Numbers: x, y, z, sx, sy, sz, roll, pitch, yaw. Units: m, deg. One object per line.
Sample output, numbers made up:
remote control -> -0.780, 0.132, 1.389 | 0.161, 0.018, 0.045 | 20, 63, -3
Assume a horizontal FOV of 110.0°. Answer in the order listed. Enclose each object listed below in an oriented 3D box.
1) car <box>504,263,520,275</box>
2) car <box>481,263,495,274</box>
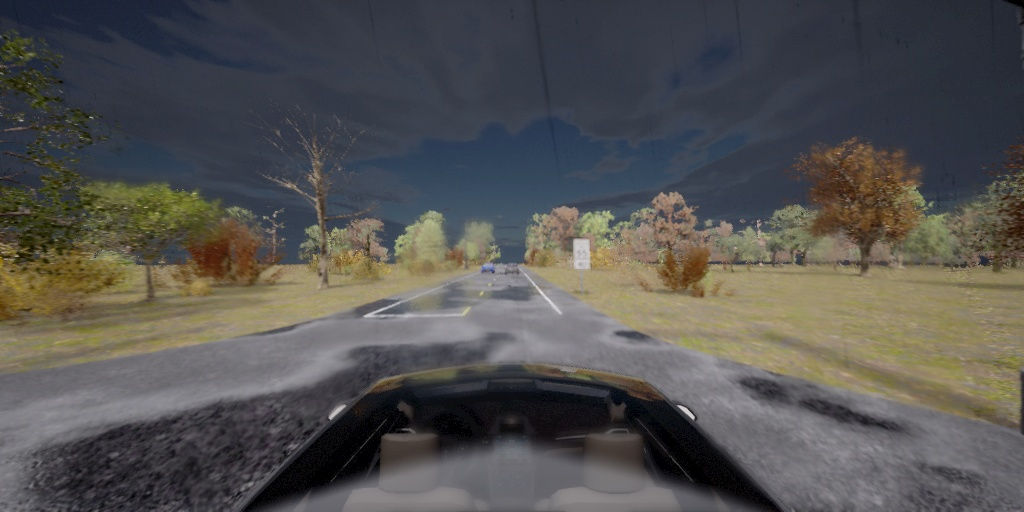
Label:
car -> 0.004, 1.699, 47.992 | 2.128, 1.511, 4.902 | -1, -1, 0
car -> -3.495, 1.787, 52.995 | 1.882, 1.535, 5.008 | -1, -1, 0
